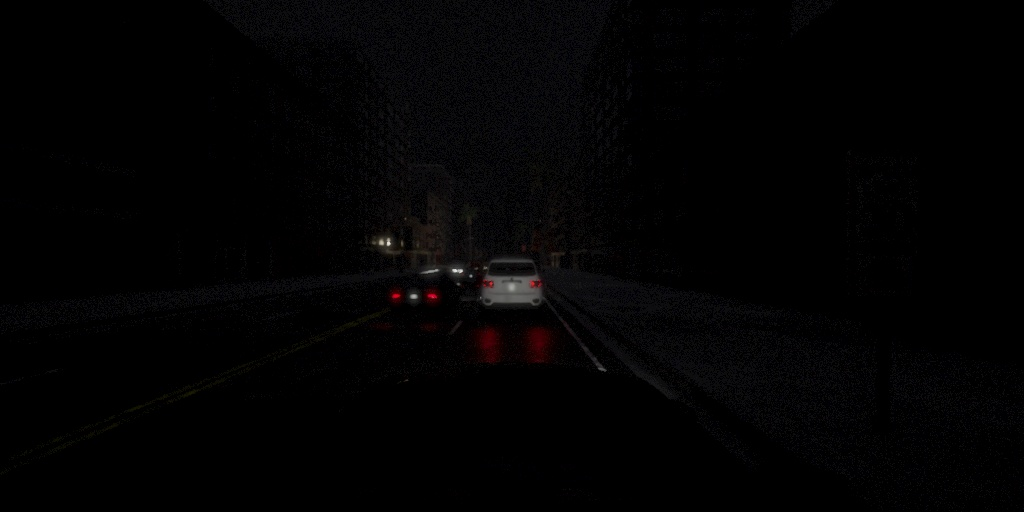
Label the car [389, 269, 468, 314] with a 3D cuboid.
[{"bbox_3d":[-3.240,1.415,14.378,2.033,1.411,5.357,0,0,0],"label":"car"}]

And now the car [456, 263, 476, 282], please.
[{"bbox_3d":[-3.232,1.563,30.294,1.994,1.385,4.181,0,0,0],"label":"car"}]

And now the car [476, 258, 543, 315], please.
[{"bbox_3d":[0.009,1.092,14.437,2.150,2.045,5.566,0,0,0],"label":"car"}]
